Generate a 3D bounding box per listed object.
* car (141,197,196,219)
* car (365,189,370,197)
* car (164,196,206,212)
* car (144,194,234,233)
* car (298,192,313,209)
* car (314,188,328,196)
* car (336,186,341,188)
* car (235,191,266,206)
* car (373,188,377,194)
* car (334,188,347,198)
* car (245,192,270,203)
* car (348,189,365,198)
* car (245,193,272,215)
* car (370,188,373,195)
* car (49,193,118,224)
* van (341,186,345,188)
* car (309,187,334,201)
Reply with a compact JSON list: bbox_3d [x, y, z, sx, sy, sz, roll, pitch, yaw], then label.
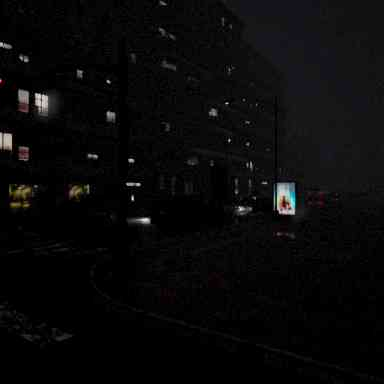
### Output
[{"bbox_3d":[-1.699,1.160,25.456,1.994,1.385,4.181,0,1,35],"label":"car"},{"bbox_3d":[31.809,0.097,63.084,1.967,1.590,4.097,1,2,35],"label":"car"},{"bbox_3d":[-0.584,1.069,31.529,1.802,1.307,4.206,2,2,35],"label":"car"},{"bbox_3d":[-0.062,1.025,17.680,2.192,1.841,5.009,1,2,35],"label":"car"},{"bbox_3d":[9.498,0.964,31.307,1.947,1.339,4.313,1,2,35],"label":"car"},{"bbox_3d":[28.094,-0.025,72.377,1.967,1.590,4.097,2,2,35],"label":"car"},{"bbox_3d":[34.467,-0.240,81.456,1.967,1.590,4.097,2,2,35],"label":"car"},{"bbox_3d":[7.208,0.657,38.123,2.097,1.767,4.553,0,1,35],"label":"car"},{"bbox_3d":[38.183,-0.012,72.167,1.887,1.381,4.507,1,2,35],"label":"car"},{"bbox_3d":[25.090,0.405,58.053,1.895,1.301,4.718,0,1,35],"label":"car"},{"bbox_3d":[8.974,0.754,45.146,1.802,1.307,4.206,2,2,35],"label":"car"},{"bbox_3d":[28.621,0.308,58.547,1.887,1.381,4.507,1,2,35],"label":"car"},{"bbox_3d":[6.311,1.069,26.766,1.947,1.339,4.313,1,2,35],"label":"car"},{"bbox_3d":[34.995,0.095,67.627,1.887,1.381,4.507,1,2,35],"label":"car"},{"bbox_3d":[-6.955,1.009,22.444,2.192,1.841,5.009,1,2,35],"label":"car"},{"bbox_3d":[37.654,-0.447,85.992,1.690,1.788,3.998,2,2,35],"label":"van"},{"bbox_3d":[18.906,0.232,49.245,2.150,2.045,5.566,0,1,35],"label":"car"}]
